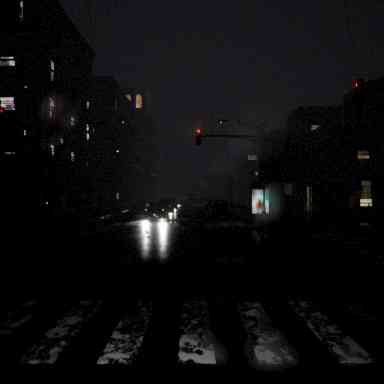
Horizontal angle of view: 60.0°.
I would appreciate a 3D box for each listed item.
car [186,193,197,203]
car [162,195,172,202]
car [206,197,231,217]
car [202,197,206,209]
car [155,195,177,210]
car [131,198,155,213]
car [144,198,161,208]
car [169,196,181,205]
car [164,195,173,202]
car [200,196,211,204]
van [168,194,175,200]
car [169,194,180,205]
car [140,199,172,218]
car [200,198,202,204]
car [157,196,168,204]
[{"bbox_3d":[-0.029,1.269,70.661,2.150,2.045,5.566,0,0,0],"label":"car"},{"bbox_3d":[-5.828,1.497,77.398,1.967,1.590,4.097,0,0,0],"label":"car"},{"bbox_3d":[2.630,1.446,31.852,1.967,1.590,4.097,0,0,0],"label":"car"},{"bbox_3d":[2.612,1.597,43.246,1.802,1.307,4.206,0,0,0],"label":"car"},{"bbox_3d":[-3.164,1.489,39.563,1.882,1.535,5.008,0,0,0],"label":"car"},{"bbox_3d":[-5.759,1.561,37.523,2.008,1.369,4.403,0,0,0],"label":"car"},{"bbox_3d":[-5.778,1.571,48.916,2.008,1.369,4.403,0,0,0],"label":"car"},{"bbox_3d":[-3.140,1.511,61.134,1.882,1.535,5.008,0,0,1],"label":"car"},{"bbox_3d":[-5.836,1.592,82.925,1.752,1.417,4.829,-1,0,0],"label":"car"},{"bbox_3d":[2.573,1.591,66.033,2.008,1.369,4.403,-1,0,0],"label":"car"},{"bbox_3d":[-5.858,1.430,94.489,1.690,1.788,3.998,-1,0,0],"label":"van"},{"bbox_3d":[-3.176,1.526,49.970,1.837,1.490,4.892,0,0,0],"label":"car"},{"bbox_3d":[-3.149,1.605,30.134,1.895,1.301,4.718,0,0,0],"label":"car"},{"bbox_3d":[2.602,1.571,48.943,2.008,1.369,4.403,0,0,0],"label":"car"},{"bbox_3d":[-5.807,1.565,65.836,1.752,1.417,4.829,0,0,0],"label":"car"}]
